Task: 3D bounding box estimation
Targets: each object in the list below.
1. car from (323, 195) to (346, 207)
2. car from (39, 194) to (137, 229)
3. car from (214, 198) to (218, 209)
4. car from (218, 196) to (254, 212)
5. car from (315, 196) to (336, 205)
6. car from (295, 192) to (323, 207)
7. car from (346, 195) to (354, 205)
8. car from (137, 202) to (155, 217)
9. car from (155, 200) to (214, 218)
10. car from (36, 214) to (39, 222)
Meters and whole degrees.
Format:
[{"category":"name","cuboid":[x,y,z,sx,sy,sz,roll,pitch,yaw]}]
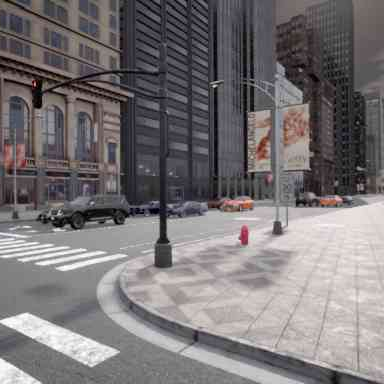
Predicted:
[{"category":"car","cuboid":[19.914,1.187,47.162,2.097,1.767,4.553,-1,0,36]},{"category":"car","cuboid":[-6.503,1.185,21.587,2.150,2.045,5.566,-1,0,35]},{"category":"car","cuboid":[3.601,1.411,41.370,1.882,1.535,5.008,-1,0,36]},{"category":"car","cuboid":[5.359,1.264,38.211,2.097,1.767,4.553,-1,0,36]},{"category":"car","cuboid":[22.869,1.396,56.918,2.033,1.411,5.357,-1,0,35]},{"category":"car","cuboid":[16.776,1.081,48.362,2.150,2.045,5.566,-1,0,36]},{"category":"car","cuboid":[25.299,1.330,54.727,1.837,1.490,4.892,-1,0,35]},{"category":"car","cuboid":[-3.786,1.564,31.008,1.895,1.301,4.718,-1,0,35]},{"category":"car","cuboid":[-0.558,1.484,29.938,2.033,1.411,5.357,-1,0,35]},{"category":"car","cuboid":[-8.859,1.549,23.876,1.994,1.385,4.181,-1,0,35]}]
